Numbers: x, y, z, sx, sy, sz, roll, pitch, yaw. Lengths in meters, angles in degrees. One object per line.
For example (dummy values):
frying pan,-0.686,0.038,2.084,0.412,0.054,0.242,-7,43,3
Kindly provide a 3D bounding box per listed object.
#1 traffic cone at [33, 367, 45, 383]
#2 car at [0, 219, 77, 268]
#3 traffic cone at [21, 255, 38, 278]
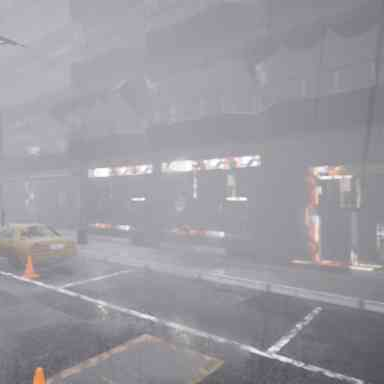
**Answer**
traffic cone,-1.473,1.990,3.198,0.340,0.580,0.340,0,-1,37
car,-5.952,1.633,11.525,4.829,1.417,1.752,0,-2,37
traffic cone,-4.479,2.045,9.196,0.340,0.580,0.340,0,-1,37
